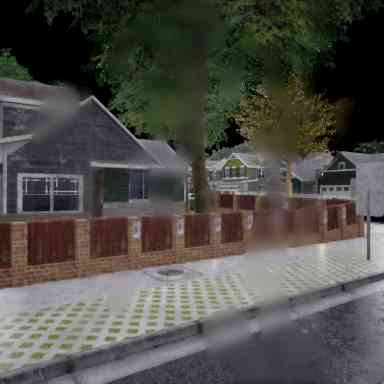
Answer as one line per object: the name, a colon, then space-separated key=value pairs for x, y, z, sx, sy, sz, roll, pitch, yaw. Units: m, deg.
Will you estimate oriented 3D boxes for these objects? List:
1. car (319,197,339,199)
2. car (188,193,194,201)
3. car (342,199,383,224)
car: x=11.030 y=1.205 z=27.652 sx=1.837 sy=1.490 sz=4.892 roll=0 pitch=1 yaw=-32
car: x=0.031 y=0.892 z=39.774 sx=1.812 sy=1.442 sz=4.674 roll=0 pitch=1 yaw=-32
car: x=11.654 y=1.394 z=21.215 sx=1.895 sy=1.301 sz=4.718 roll=0 pitch=1 yaw=-32
